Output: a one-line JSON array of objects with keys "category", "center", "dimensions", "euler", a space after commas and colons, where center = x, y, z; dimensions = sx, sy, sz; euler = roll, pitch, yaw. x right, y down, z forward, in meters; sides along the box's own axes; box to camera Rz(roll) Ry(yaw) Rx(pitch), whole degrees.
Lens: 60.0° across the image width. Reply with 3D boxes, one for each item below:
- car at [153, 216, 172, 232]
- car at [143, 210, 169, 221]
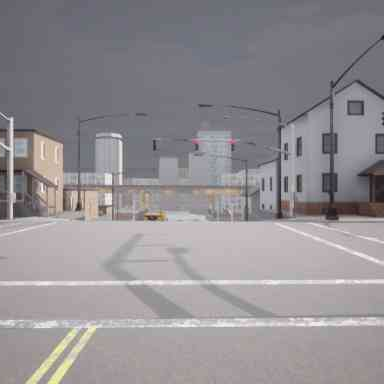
[{"category": "car", "center": [-3.780, 4.235, 43.725], "dimensions": [2.128, 1.511, 4.902], "euler": [0, -13, -1]}, {"category": "car", "center": [-3.673, 2.536, 33.502], "dimensions": [1.882, 1.535, 5.008], "euler": [0, -9, 1]}]
